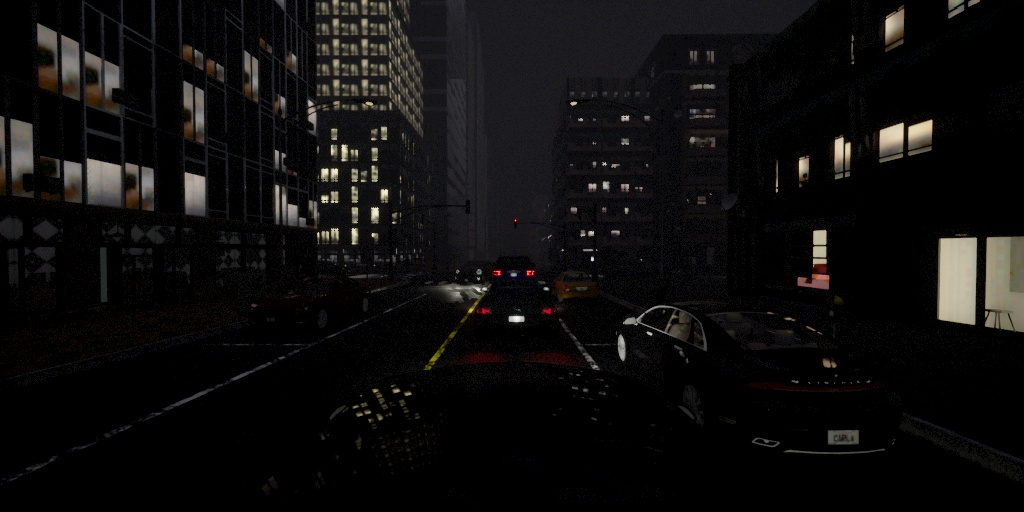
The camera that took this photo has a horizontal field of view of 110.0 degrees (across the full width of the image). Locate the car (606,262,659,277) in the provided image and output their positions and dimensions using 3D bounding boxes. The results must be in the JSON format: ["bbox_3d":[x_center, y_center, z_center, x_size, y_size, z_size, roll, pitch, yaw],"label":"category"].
[{"bbox_3d":[11.884,1.376,37.114,5.357,1.411,2.033,0,1,1],"label":"car"}]

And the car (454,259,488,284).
[{"bbox_3d":[-2.675,1.096,26.763,2.097,1.767,4.553,0,0,12],"label":"car"}]

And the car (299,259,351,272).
[{"bbox_3d":[-17.874,1.154,34.310,4.674,1.442,1.812,1,1,2],"label":"car"}]

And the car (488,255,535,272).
[{"bbox_3d":[0.085,0.967,19.451,2.150,2.045,5.566,0,0,0],"label":"car"}]

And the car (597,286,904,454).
[{"bbox_3d":[2.816,1.299,5.220,2.007,1.370,4.403,0,0,0],"label":"car"}]

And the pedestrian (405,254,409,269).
[{"bbox_3d":[-12.568,0.670,42.974,0.375,1.860,0.375,0,0,1],"label":"pedestrian"}]

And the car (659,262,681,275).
[{"bbox_3d":[16.290,1.373,39.654,4.403,1.370,2.007,0,0,1],"label":"car"}]

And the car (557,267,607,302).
[{"bbox_3d":[2.811,1.271,16.678,1.751,1.417,4.829,0,0,0],"label":"car"}]

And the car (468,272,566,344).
[{"bbox_3d":[0.094,1.312,9.643,1.994,1.385,4.181,0,0,0],"label":"car"}]

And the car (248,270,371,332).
[{"bbox_3d":[-5.826,1.292,10.918,1.888,1.381,4.507,0,0,0],"label":"car"}]
